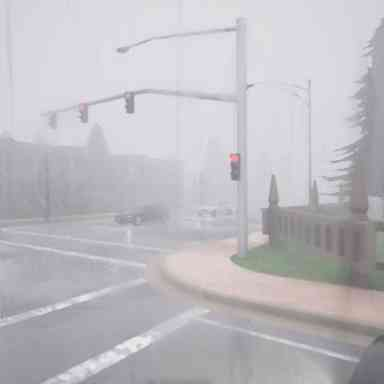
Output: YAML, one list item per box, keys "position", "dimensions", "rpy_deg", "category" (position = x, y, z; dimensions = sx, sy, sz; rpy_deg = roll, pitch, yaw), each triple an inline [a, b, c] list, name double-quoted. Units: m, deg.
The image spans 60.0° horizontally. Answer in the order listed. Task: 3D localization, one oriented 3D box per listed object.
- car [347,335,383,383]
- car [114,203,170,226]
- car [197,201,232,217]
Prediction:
- position: [3.535, 1.532, 1.407]
  dimensions: [5.357, 1.411, 2.033]
  rpy_deg: [0, 0, 38]
  category: "car"
- position: [-3.647, 1.628, 24.972]
  dimensions: [1.837, 1.490, 4.892]
  rpy_deg: [0, 0, 35]
  category: "car"
- position: [2.339, 1.648, 33.337]
  dimensions: [1.812, 1.442, 4.674]
  rpy_deg: [0, 0, 36]
  category: "car"
